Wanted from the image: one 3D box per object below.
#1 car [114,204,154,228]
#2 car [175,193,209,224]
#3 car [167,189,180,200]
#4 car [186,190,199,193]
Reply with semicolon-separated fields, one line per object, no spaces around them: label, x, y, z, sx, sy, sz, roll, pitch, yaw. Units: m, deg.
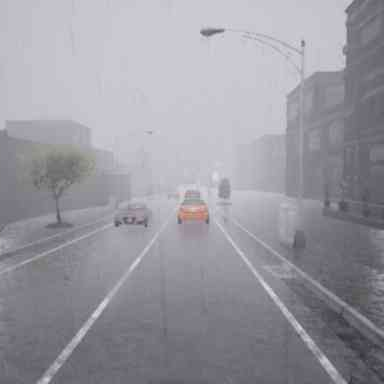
car;-3.592;1.437;21.061;1.994;1.385;4.181;0;1;0
car;0.102;1.194;23.634;2.097;1.767;4.553;0;1;0
car;-3.477;0.406;62.261;2.150;2.045;5.566;0;1;1
car;0.083;0.714;44.437;2.150;2.045;5.566;0;1;0
